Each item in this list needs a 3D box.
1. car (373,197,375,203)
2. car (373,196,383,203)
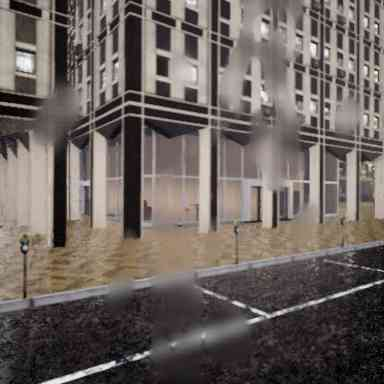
[{"bbox_3d":[32.528,1.218,62.415,2.192,1.841,5.009,2,0,-36],"label":"car"},{"bbox_3d":[39.295,1.538,67.345,1.802,1.307,4.206,2,0,-36],"label":"car"}]
